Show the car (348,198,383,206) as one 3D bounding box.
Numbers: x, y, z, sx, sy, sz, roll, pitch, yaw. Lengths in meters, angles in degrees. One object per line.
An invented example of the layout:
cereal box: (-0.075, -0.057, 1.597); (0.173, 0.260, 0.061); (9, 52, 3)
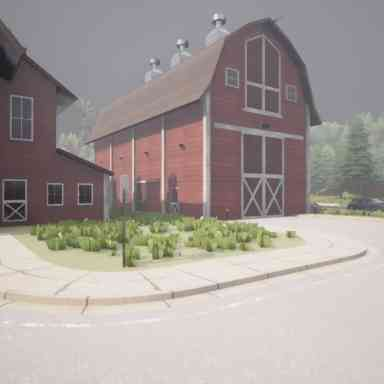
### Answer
car: (19.009, 1.397, 35.344); (2.097, 1.767, 4.553); (0, 0, -34)
